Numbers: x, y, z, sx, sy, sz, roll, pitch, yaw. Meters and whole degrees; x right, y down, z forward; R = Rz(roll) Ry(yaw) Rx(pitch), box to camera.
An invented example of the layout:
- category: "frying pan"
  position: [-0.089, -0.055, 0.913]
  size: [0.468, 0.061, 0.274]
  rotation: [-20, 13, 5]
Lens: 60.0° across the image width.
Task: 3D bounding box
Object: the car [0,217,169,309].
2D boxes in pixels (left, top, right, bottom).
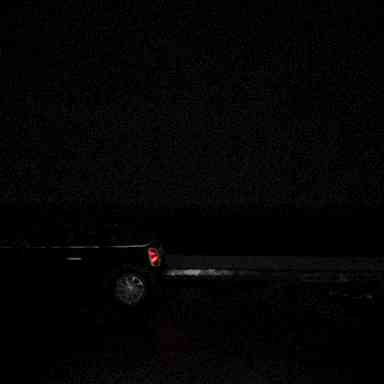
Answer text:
- category: "car"
  position: [-2.809, 1.342, 7.370]
  size: [4.553, 1.767, 2.097]
  rotation: [1, 0, -1]
